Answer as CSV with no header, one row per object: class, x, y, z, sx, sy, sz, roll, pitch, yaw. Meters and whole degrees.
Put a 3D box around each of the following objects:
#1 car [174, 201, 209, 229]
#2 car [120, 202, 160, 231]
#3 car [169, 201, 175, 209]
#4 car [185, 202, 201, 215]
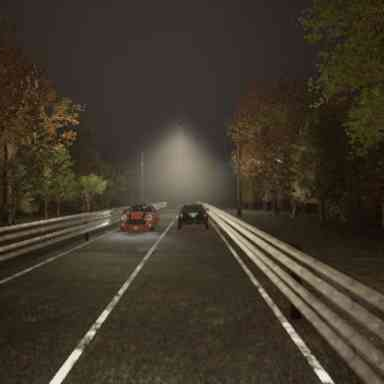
car,0.083,1.582,23.843,2.097,1.767,4.553,-1,-1,0
car,-3.351,1.563,22.052,2.097,1.767,4.553,0,-1,0
car,-3.282,2.501,63.552,1.837,1.490,4.892,0,-1,1
car,0.097,2.060,41.536,1.837,1.490,4.892,0,-1,0
